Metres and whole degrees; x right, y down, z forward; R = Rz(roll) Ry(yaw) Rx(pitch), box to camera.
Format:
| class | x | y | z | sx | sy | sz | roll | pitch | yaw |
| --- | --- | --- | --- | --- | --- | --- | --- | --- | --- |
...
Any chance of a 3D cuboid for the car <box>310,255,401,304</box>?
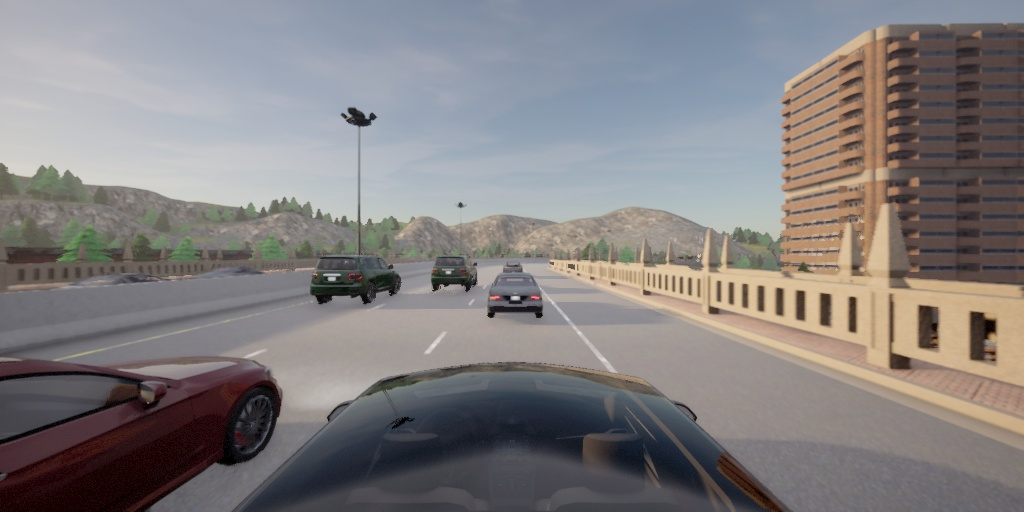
| class | x | y | z | sx | sy | sz | roll | pitch | yaw |
| --- | --- | --- | --- | --- | --- | --- | --- | --- | --- |
| car | -6.900 | 0.974 | 16.435 | 2.150 | 2.045 | 5.566 | 0 | 0 | 0 |

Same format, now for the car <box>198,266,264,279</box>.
| class | x | y | z | sx | sy | sz | roll | pitch | yaw |
| --- | --- | --- | --- | --- | --- | --- | --- | --- | --- |
| car | -17.590 | 1.317 | 22.468 | 1.994 | 1.385 | 4.181 | 0 | 0 | 0 |

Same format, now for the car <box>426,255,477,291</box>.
| class | x | y | z | sx | sy | sz | roll | pitch | yaw |
| --- | --- | --- | --- | --- | --- | --- | --- | --- | --- |
| car | -3.400 | 0.974 | 21.885 | 2.150 | 2.045 | 5.566 | 0 | 0 | 0 |

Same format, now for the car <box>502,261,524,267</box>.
| class | x | y | z | sx | sy | sz | roll | pitch | yaw |
| --- | --- | --- | --- | --- | --- | --- | --- | --- | --- |
| car | 0.100 | 1.245 | 34.668 | 2.128 | 1.511 | 4.902 | 0 | 0 | 0 |

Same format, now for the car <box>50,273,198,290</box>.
| class | x | y | z | sx | sy | sz | roll | pitch | yaw |
| --- | --- | --- | --- | --- | --- | --- | --- | --- | --- |
| car | -14.096 | 1.316 | 12.759 | 1.994 | 1.385 | 4.181 | 0 | 0 | 0 |

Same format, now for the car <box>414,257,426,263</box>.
| class | x | y | z | sx | sy | sz | roll | pitch | yaw |
| --- | --- | --- | --- | --- | --- | --- | --- | --- | --- |
| car | -13.756 | 1.304 | 58.030 | 1.837 | 1.490 | 4.892 | 0 | 0 | 4 |

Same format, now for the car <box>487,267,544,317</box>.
| class | x | y | z | sx | sy | sz | roll | pitch | yaw |
| --- | --- | --- | --- | --- | --- | --- | --- | --- | --- |
| car | 0.101 | 1.299 | 13.142 | 2.033 | 1.411 | 5.357 | 0 | 0 | 0 |

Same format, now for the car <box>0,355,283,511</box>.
| class | x | y | z | sx | sy | sz | roll | pitch | yaw |
| --- | --- | --- | --- | --- | --- | --- | --- | --- | --- |
| car | -3.413 | 1.276 | 1.969 | 1.812 | 1.442 | 4.674 | 0 | 0 | 0 |

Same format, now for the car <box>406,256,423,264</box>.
| class | x | y | z | sx | sy | sz | roll | pitch | yaw |
| --- | --- | --- | --- | --- | --- | --- | --- | --- | --- |
| car | -16.823 | 0.727 | 62.897 | 2.097 | 1.767 | 4.553 | 0 | 0 | 7 |
